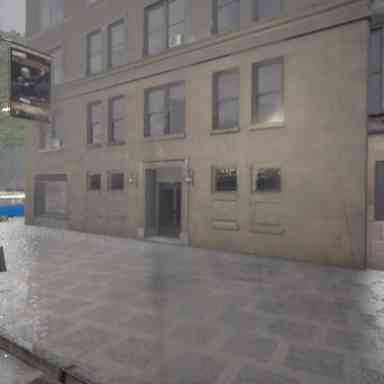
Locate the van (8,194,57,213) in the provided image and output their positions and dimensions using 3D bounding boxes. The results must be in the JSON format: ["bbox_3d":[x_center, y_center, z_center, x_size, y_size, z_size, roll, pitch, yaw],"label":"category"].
[{"bbox_3d":[-15.718,1.080,32.890,1.690,1.788,3.998,0,0,36],"label":"van"}]

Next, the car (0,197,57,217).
[{"bbox_3d":[-14.864,1.262,29.717,1.837,1.490,4.892,1,0,36],"label":"car"}]

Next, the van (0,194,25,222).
[{"bbox_3d":[-12.209,1.146,23.283,1.690,1.788,3.998,0,0,36],"label":"van"}]
